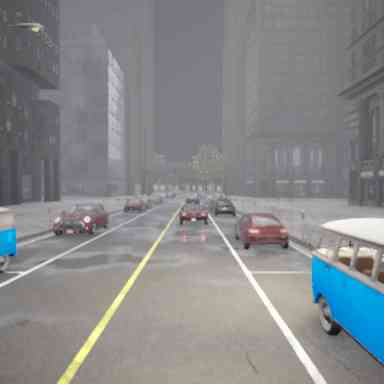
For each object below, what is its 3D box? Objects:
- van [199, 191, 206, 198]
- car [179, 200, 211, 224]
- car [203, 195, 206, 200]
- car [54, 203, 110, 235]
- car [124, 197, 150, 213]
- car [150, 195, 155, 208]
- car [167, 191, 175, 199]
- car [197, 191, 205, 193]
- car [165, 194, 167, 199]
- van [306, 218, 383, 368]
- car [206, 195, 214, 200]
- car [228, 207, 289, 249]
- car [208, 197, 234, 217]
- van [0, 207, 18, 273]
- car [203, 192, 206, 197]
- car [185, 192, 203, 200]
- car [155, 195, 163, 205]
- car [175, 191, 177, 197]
[{"bbox_3d":[2.780,0.676,88.020,1.690,1.788,3.998,-1,1,0],"label":"van"},{"bbox_3d":[0.107,1.453,23.399,1.895,1.301,4.718,0,0,0],"label":"car"},{"bbox_3d":[2.765,1.292,39.754,2.008,1.369,4.403,-1,0,0],"label":"car"},{"bbox_3d":[-5.769,1.330,17.720,1.967,1.590,4.097,-1,0,0],"label":"car"},{"bbox_3d":[-5.762,1.328,33.856,1.887,1.381,4.507,-1,0,0],"label":"car"},{"bbox_3d":[-5.760,1.327,39.233,1.802,1.307,4.206,-1,0,0],"label":"car"},{"bbox_3d":[-5.745,0.971,82.337,1.802,1.307,4.206,-1,1,0],"label":"car"},{"bbox_3d":[2.780,0.912,82.512,1.752,1.417,4.829,-1,1,0],"label":"car"},{"bbox_3d":[-5.754,1.187,55.367,1.947,1.339,4.313,-1,0,0],"label":"car"},{"bbox_3d":[2.788,1.315,4.077,1.690,1.788,3.998,-1,0,0],"label":"van"},{"bbox_3d":[2.764,1.344,34.553,1.947,1.339,4.313,-1,0,0],"label":"car"},{"bbox_3d":[2.757,1.496,13.742,1.802,1.307,4.206,-1,0,0],"label":"car"},{"bbox_3d":[2.762,1.380,29.349,1.947,1.339,4.313,-1,0,0],"label":"car"},{"bbox_3d":[-5.773,1.293,7.769,1.690,1.788,3.998,-1,0,0],"label":"van"},{"bbox_3d":[2.769,1.187,50.330,1.752,1.417,4.829,-1,0,0],"label":"car"},{"bbox_3d":[0.113,1.186,44.152,1.882,1.535,5.008,0,0,0],"label":"car"},{"bbox_3d":[-5.756,1.215,49.988,2.008,1.369,4.403,-1,0,0],"label":"car"},{"bbox_3d":[-5.746,0.650,88.014,2.192,1.841,5.009,-1,1,0],"label":"car"}]
